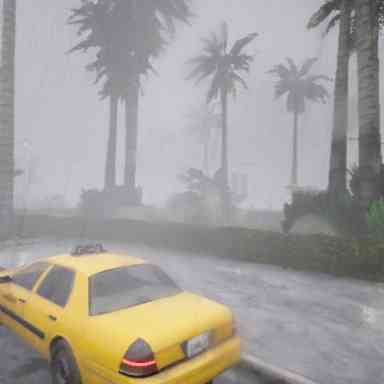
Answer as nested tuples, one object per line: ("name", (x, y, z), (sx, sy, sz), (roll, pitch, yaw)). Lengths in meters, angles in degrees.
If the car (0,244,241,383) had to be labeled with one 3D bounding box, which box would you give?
("car", (-1.795, 1.589, 5.251), (5.366, 1.575, 1.801), (-1, -2, 43))
